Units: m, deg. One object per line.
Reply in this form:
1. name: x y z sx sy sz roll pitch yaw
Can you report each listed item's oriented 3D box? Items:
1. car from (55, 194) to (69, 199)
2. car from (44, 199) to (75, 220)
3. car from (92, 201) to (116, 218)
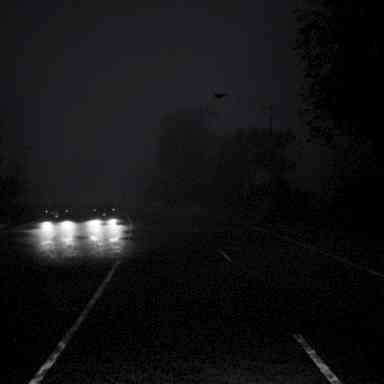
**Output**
1. car: -34.392 1.350 87.979 4.892 1.490 1.837 -1 2 43
2. car: -10.863 1.542 27.492 1.895 1.301 4.718 -1 0 -15
3. car: -7.527 1.476 28.557 1.895 1.301 4.718 -1 0 -15
